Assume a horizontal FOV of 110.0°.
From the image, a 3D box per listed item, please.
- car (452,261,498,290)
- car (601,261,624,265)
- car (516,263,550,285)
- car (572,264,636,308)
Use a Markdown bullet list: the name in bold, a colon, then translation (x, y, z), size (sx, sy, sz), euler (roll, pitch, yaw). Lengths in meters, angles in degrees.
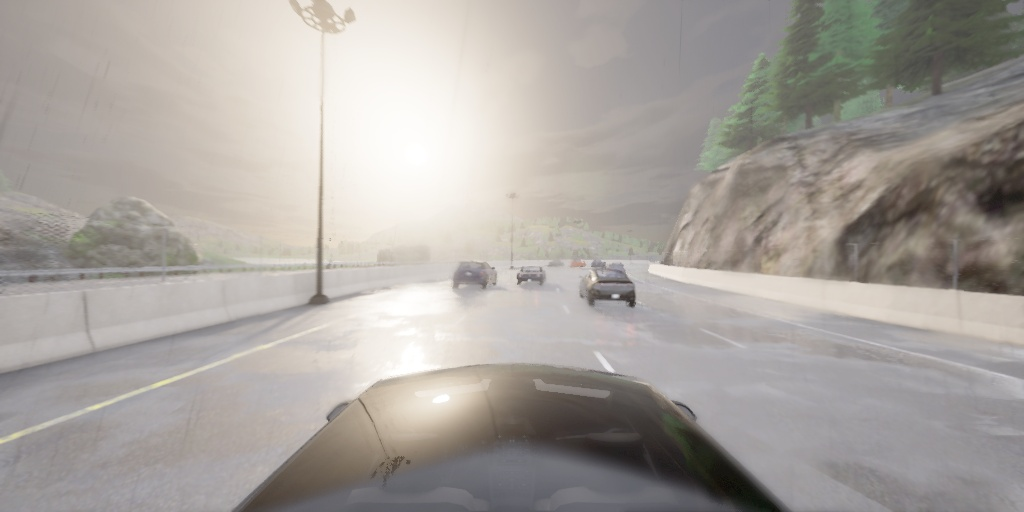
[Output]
- **car**: translation (-2.228, 1.073, 22.812), size (2.097, 1.767, 4.553), euler (1, 0, 7)
- **car**: translation (10.092, 1.458, 35.263), size (2.033, 1.411, 5.357), euler (1, 0, 13)
- **car**: translation (1.534, 1.380, 26.547), size (1.895, 1.301, 4.718), euler (1, 0, 9)
- **car**: translation (4.087, 1.307, 15.857), size (2.128, 1.511, 4.902), euler (1, 0, 5)
